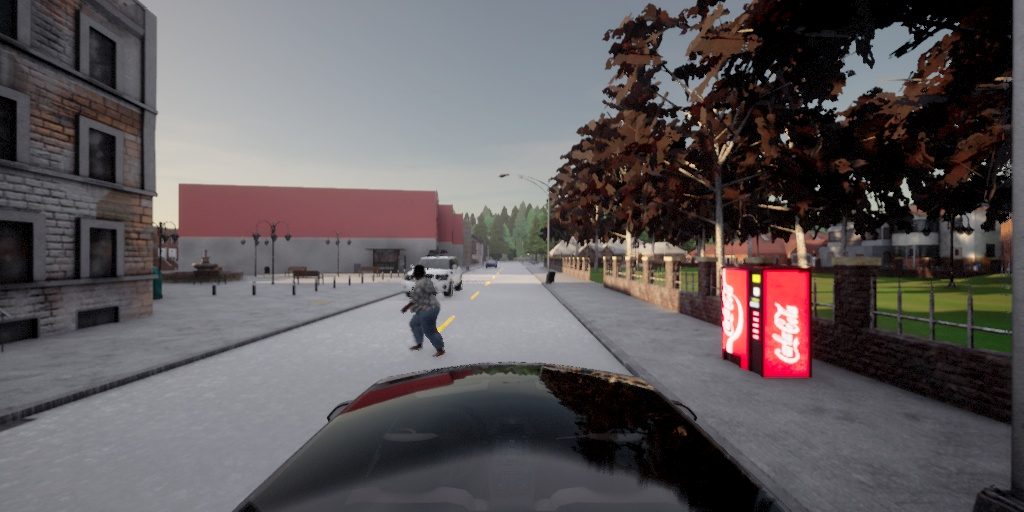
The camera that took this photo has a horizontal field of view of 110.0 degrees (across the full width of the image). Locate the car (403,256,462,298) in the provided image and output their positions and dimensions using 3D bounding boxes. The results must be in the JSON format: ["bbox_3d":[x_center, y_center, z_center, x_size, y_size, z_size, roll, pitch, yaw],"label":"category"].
[{"bbox_3d":[-4.001,1.017,19.109,2.150,2.045,5.566,0,0,0],"label":"car"}]

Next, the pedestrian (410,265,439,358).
[{"bbox_3d":[-1.744,1.058,7.152,0.375,1.860,0.375,0,0,0],"label":"pedestrian"}]

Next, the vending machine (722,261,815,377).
[{"bbox_3d":[4.322,1.177,6.178,1.100,2.100,0.880,0,0,0],"label":"vending machine"}]

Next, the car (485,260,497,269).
[{"bbox_3d":[-3.594,1.394,63.225,1.882,1.535,5.008,0,0,0],"label":"car"}]
